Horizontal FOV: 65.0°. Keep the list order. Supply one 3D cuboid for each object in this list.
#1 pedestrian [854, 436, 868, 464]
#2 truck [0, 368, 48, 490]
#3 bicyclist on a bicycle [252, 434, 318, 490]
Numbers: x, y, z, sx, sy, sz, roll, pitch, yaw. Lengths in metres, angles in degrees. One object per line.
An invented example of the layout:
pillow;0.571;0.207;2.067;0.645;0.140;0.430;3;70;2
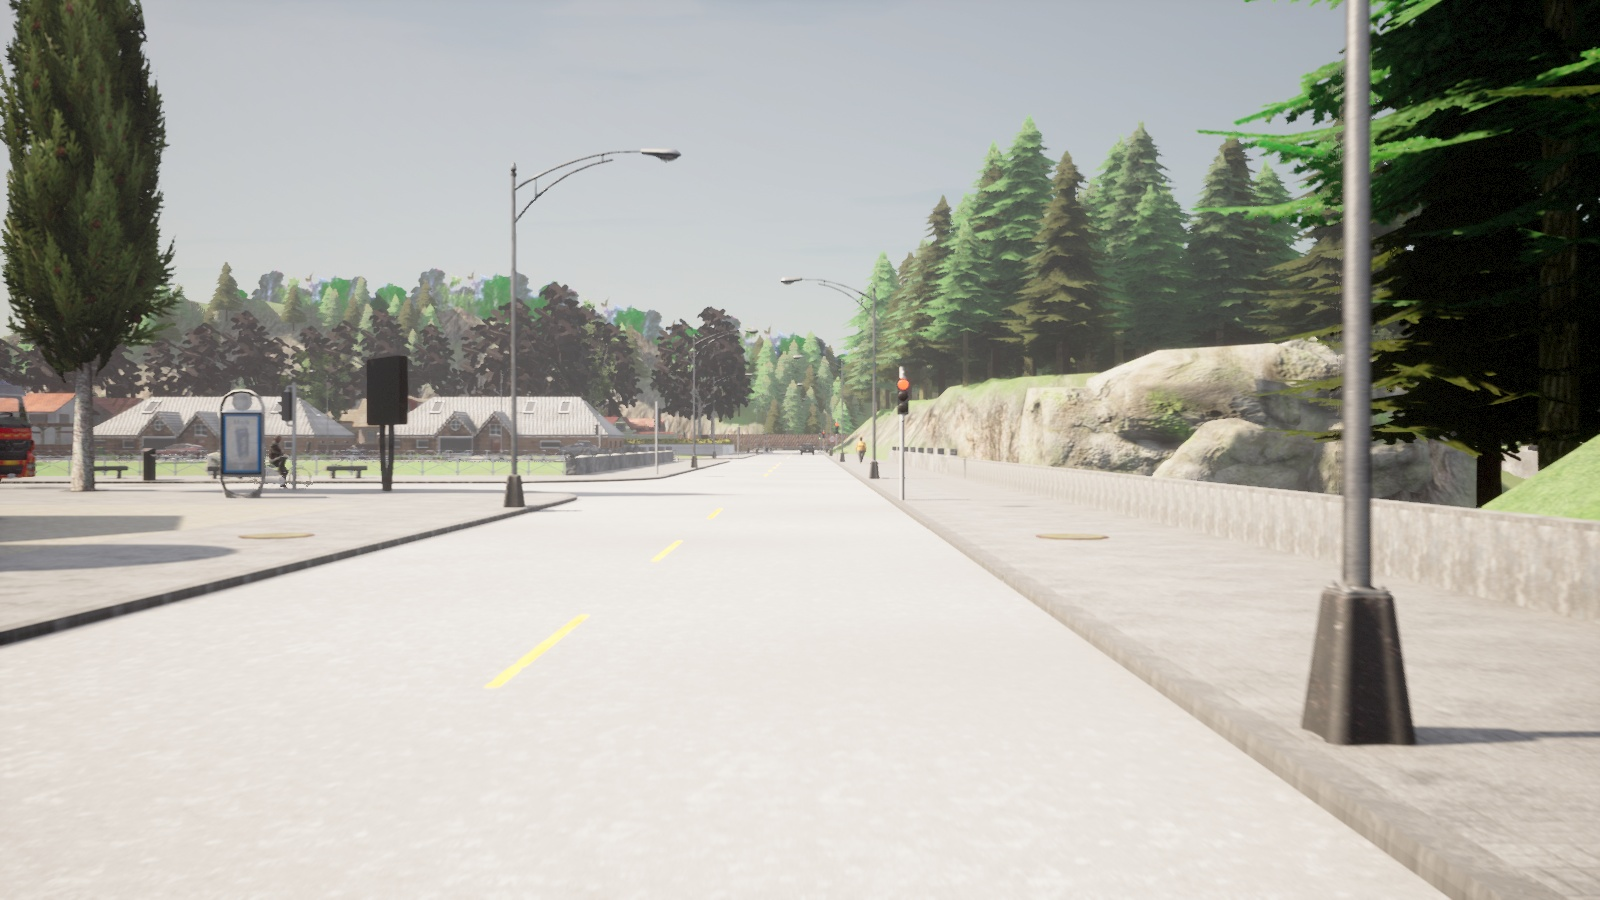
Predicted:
pedestrian;4.023;-0.007;82.755;0.874;1.855;0.900;0;0;0
truck;-29.198;-0.668;40.256;8.468;3.827;2.891;0;0;0
bicyclist on a bicycle;-16.479;0.377;40.196;1.843;1.776;0.659;0;0;0
